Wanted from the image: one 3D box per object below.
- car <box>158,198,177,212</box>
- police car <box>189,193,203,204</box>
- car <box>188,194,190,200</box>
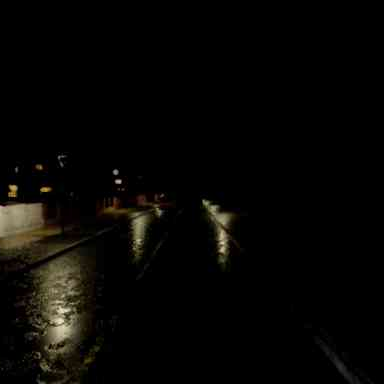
[{"bbox_3d":[-2.839,1.427,39.078,1.882,1.535,5.008,0,0,0],"label":"car"},{"bbox_3d":[0.966,1.331,62.077,1.930,1.638,5.238,0,0,0],"label":"police car"},{"bbox_3d":[0.005,1.298,80.391,2.033,1.411,5.357,0,0,0],"label":"car"}]
